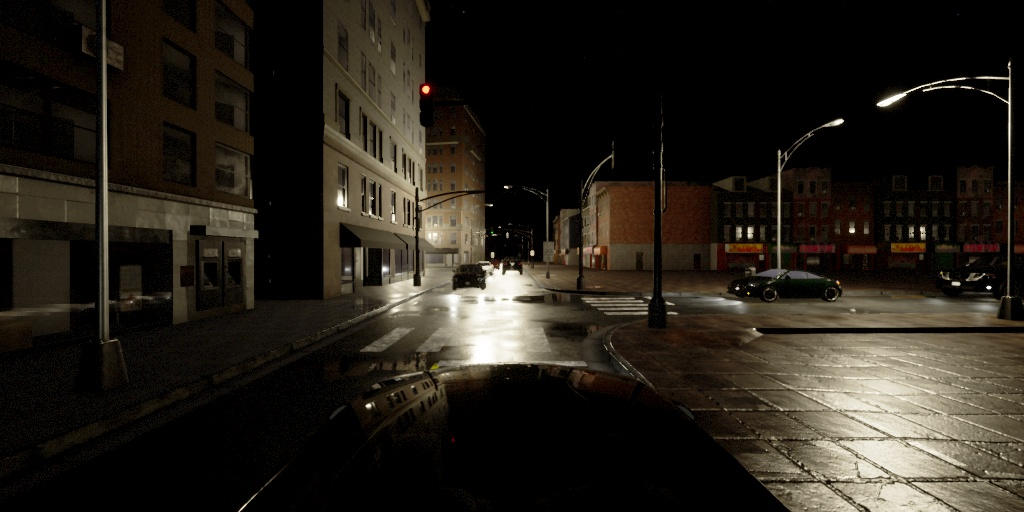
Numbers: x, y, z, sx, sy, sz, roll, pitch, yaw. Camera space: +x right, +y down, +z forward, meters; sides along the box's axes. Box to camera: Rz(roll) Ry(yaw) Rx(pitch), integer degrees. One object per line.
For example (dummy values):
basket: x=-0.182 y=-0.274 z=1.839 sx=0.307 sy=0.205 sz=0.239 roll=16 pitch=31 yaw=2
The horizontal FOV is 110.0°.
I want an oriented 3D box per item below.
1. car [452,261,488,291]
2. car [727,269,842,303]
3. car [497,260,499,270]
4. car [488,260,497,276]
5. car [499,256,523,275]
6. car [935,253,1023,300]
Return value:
car: x=-2.595 y=1.228 z=21.983 sx=1.882 sy=1.535 sz=5.008 roll=0 pitch=0 yaw=-4
car: x=12.039 y=1.261 z=15.999 sx=4.181 sy=1.385 sz=1.994 roll=0 pitch=0 yaw=0
car: x=-2.773 y=1.251 z=52.388 sx=1.882 sy=1.535 sz=5.008 roll=0 pitch=0 yaw=0
car: x=-2.859 y=1.280 z=36.569 sx=1.812 sy=1.442 sz=4.674 roll=0 pitch=0 yaw=0
car: x=0.051 y=0.976 z=39.676 sx=2.150 sy=2.045 sz=5.566 roll=0 pitch=0 yaw=0
car: x=22.621 y=0.879 z=16.058 sx=5.566 sy=2.045 sz=2.150 roll=0 pitch=0 yaw=-1
